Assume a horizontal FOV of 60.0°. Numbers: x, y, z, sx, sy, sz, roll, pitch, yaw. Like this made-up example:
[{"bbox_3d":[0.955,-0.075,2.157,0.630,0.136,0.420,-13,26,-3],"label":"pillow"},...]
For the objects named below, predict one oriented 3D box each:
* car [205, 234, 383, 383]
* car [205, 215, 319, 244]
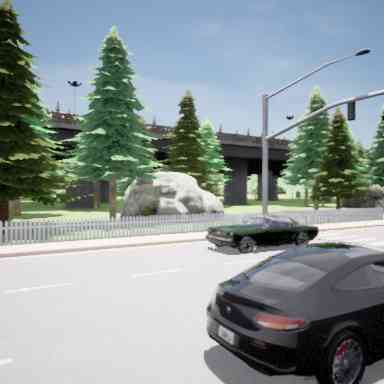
[{"bbox_3d":[2.413,1.538,5.110,4.674,1.442,1.812,0,0,-29],"label":"car"},{"bbox_3d":[2.911,1.625,13.647,4.718,1.301,1.895,0,0,-30],"label":"car"}]
